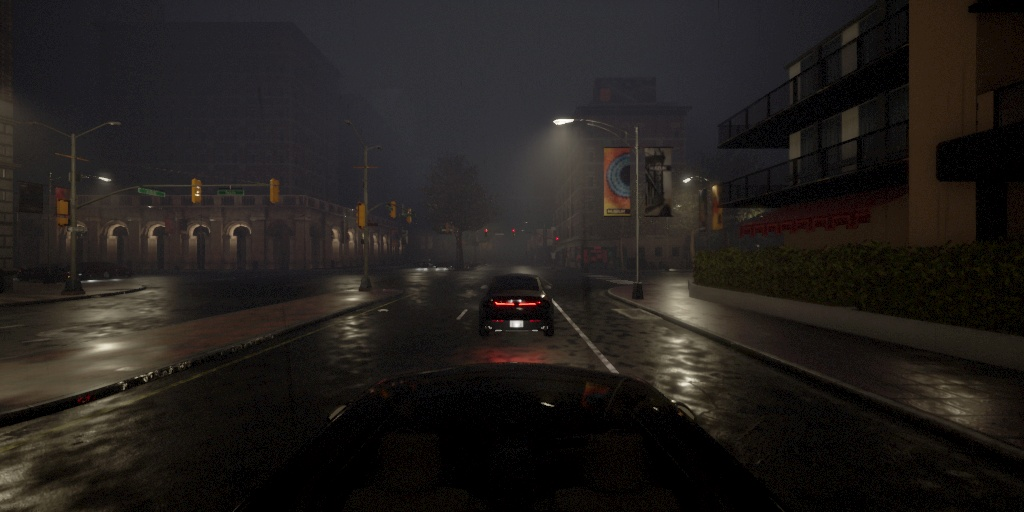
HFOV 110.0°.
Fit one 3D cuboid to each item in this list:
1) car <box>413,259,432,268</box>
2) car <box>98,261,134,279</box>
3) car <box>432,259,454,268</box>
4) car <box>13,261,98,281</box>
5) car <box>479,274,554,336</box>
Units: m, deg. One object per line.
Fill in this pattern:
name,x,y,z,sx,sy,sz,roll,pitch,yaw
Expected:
car,-14.781,1.240,61.154,2.128,1.511,4.902,0,0,1
car,-37.257,1.228,32.445,5.008,1.535,1.882,0,0,0
car,-11.303,1.312,58.786,1.994,1.385,4.181,0,0,0
car,-36.857,1.314,28.945,4.181,1.385,1.994,0,0,0
car,0.117,1.255,10.360,1.837,1.490,4.892,0,0,0
